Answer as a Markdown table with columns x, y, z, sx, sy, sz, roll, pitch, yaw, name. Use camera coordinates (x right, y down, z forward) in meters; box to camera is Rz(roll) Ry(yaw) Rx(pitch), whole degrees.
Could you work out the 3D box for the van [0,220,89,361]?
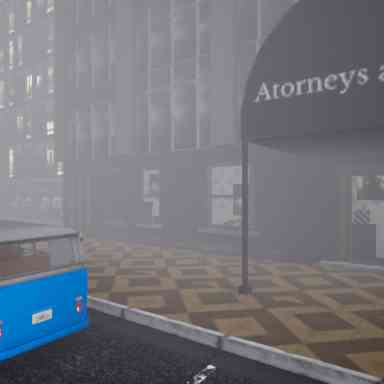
| x | y | z | sx | sy | sz | roll | pitch | yaw | name |
| --- | --- | --- | --- | --- | --- | --- | --- | --- | --- |
| -3.405 | 1.341 | 5.287 | 3.998 | 1.788 | 1.690 | 0 | 0 | 35 | van |
